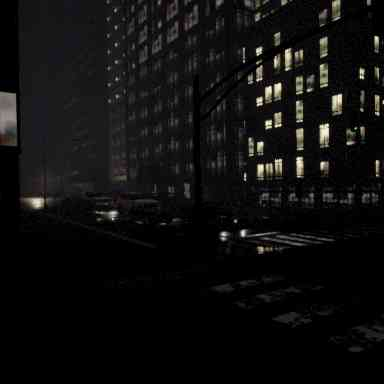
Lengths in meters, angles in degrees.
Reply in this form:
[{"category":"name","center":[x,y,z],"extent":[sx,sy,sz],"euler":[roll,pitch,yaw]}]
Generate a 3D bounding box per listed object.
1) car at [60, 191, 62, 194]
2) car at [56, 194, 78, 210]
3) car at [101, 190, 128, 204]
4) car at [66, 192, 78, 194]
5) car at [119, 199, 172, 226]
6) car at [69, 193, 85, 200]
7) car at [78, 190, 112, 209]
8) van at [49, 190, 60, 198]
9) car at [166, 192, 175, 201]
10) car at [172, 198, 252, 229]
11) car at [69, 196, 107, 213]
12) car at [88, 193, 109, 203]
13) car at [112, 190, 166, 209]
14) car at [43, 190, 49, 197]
[{"category":"car","center":[-26.062,0.733,70.706],"extent":[1.967,1.590,4.097],"euler":[-1,1,-35]},{"category":"car","center":[-13.739,1.289,38.047],"extent":[2.008,1.369,4.403],"euler":[-1,1,-35]},{"category":"car","center":[-12.026,0.733,51.043],"extent":[2.150,2.045,5.566],"euler":[-1,1,-35]},{"category":"car","center":[-19.329,1.082,56.180],"extent":[1.895,1.301,4.718],"euler":[-1,1,-35]},{"category":"car","center":[-2.910,1.455,22.378],"extent":[2.008,1.369,4.403],"euler":[-1,1,-35]},{"category":"car","center":[-22.862,0.889,66.062],"extent":[1.887,1.381,4.507],"euler":[-1,1,-35]},{"category":"car","center":[-10.930,0.927,38.535],"extent":[2.150,2.045,5.566],"euler":[-1,1,-35]},{"category":"van","center":[-32.463,0.530,79.996],"extent":[1.690,1.788,3.998],"euler":[-1,1,-35]},{"category":"car","center":[-3.661,0.963,38.185],"extent":[2.192,1.841,5.009],"euler":[-1,1,-35]},{"category":"car","center":[1.099,1.382,21.057],"extent":[2.128,1.511,4.902],"euler":[-1,1,-35]},{"category":"car","center":[-10.537,1.354,33.401],"extent":[1.947,1.339,4.313],"euler":[-1,1,-35]},{"category":"car","center":[-15.950,0.919,56.806],"extent":[1.882,1.535,5.008],"euler":[-1,1,-35]},{"category":"car","center":[-4.861,1.021,29.704],"extent":[2.150,2.045,5.566],"euler":[-1,1,-35]},{"category":"car","center":[-35.663,0.688,84.644],"extent":[2.008,1.369,4.403],"euler":[-1,1,-35]}]
